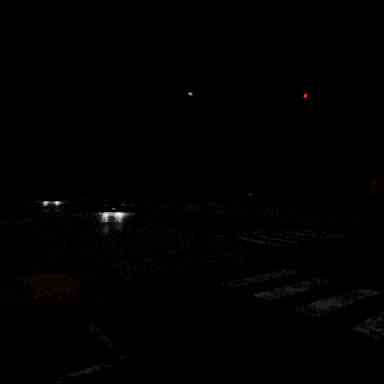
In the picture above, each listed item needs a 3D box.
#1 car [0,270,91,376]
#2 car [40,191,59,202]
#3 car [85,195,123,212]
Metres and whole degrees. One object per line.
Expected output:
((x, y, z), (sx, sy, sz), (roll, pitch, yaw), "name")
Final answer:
((-3.758, 1.528, 3.980), (4.829, 1.417, 1.752), (0, 0, -35), "car")
((-20.654, 0.586, 47.973), (1.812, 1.442, 4.674), (0, 1, -35), "car")
((-8.131, 0.983, 30.235), (2.033, 1.411, 5.357), (0, 1, -35), "car")
